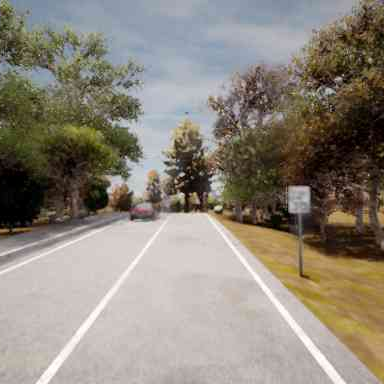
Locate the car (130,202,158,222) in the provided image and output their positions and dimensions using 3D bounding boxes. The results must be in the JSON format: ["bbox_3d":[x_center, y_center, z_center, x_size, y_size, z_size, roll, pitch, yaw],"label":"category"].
[{"bbox_3d":[-3.807,1.539,26.922,1.812,1.442,4.674,0,0,0],"label":"car"}]
